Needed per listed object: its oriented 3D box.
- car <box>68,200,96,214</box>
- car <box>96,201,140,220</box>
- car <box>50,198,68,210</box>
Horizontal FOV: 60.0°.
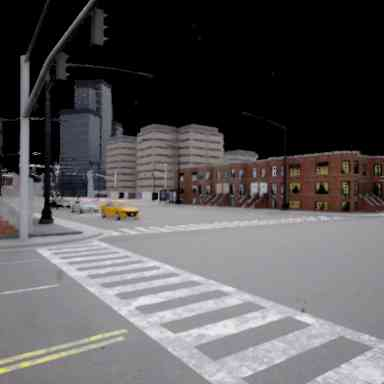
[{"bbox_3d":[-11.773,1.582,36.516,1.812,1.442,4.674,0,0,-36],"label":"car"},{"bbox_3d":[-6.272,1.534,28.784,1.882,1.535,5.008,0,0,-36],"label":"car"},{"bbox_3d":[-17.793,1.547,44.969,2.128,1.511,4.902,0,0,-35],"label":"car"}]
